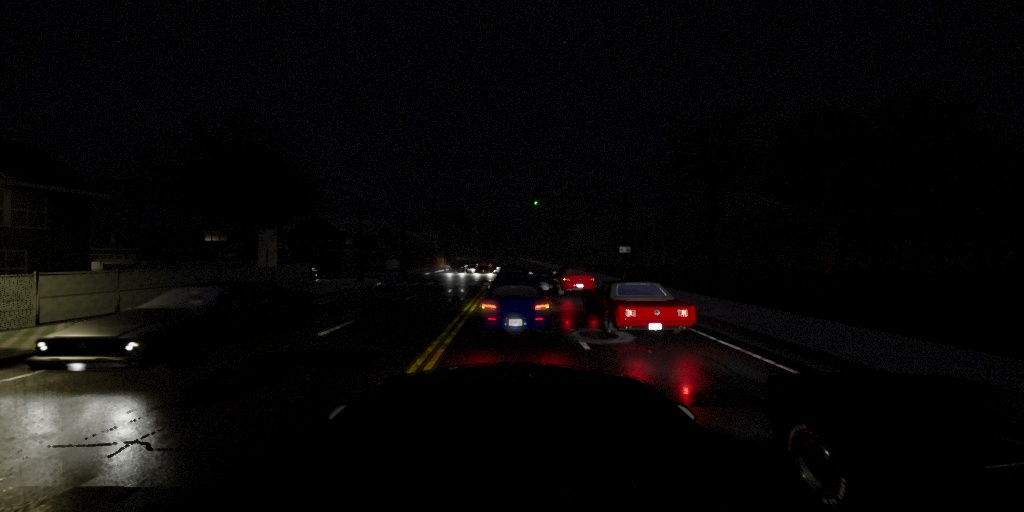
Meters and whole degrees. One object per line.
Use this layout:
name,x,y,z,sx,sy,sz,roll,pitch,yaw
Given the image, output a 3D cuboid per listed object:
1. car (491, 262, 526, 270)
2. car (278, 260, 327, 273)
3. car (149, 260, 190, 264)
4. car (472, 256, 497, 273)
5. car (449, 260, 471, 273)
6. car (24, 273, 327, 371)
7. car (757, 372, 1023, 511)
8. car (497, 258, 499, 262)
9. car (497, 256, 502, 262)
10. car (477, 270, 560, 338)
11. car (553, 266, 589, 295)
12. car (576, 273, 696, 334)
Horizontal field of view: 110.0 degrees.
car,0.066,1.255,19.324,1.837,1.490,4.892,0,0,0
car,-18.198,1.131,30.372,4.553,1.767,2.097,0,0,0
car,-28.443,1.148,30.398,4.553,1.767,2.097,0,0,0
car,-3.324,1.094,43.728,2.097,1.767,4.553,0,0,0
car,-6.573,1.247,44.263,1.837,1.490,4.892,0,0,0
car,-6.597,1.298,8.092,2.033,1.411,5.357,0,0,0
car,3.348,1.351,1.375,1.895,1.301,4.718,0,0,0
car,-3.315,1.299,52.504,1.994,1.385,4.181,0,0,0
car,-3.270,1.250,64.655,1.812,1.442,4.674,0,0,0
car,0.087,1.276,10.062,1.812,1.442,4.674,0,0,0
car,3.319,1.276,19.652,1.812,1.442,4.674,0,0,0
car,3.340,1.351,10.543,1.895,1.301,4.718,0,0,0
